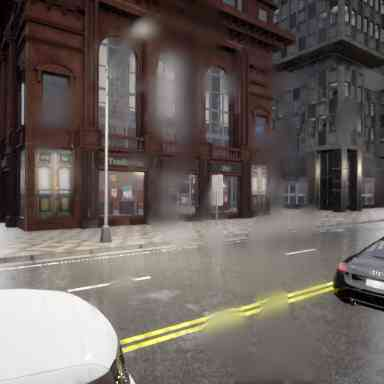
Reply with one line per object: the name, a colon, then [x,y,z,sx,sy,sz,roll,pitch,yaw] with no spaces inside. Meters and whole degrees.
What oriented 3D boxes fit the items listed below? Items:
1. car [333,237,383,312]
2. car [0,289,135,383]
car: [4.817,1.562,6.893,4.181,1.385,1.994,0,0,-35]
car: [-2.920,1.221,1.352,5.566,2.045,2.150,0,0,-36]
